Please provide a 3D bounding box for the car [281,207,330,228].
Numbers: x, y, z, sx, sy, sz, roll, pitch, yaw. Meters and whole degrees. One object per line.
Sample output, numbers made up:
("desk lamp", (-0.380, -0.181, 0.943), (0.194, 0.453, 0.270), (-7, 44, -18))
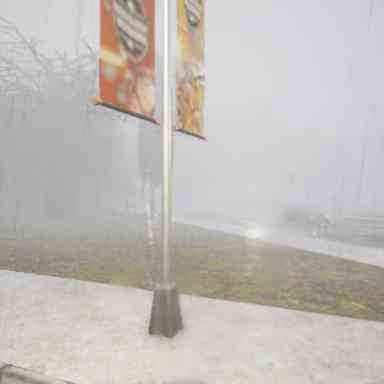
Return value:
("car", (9.876, 2.096, 29.213), (2.097, 1.767, 4.553), (0, -1, -22))
